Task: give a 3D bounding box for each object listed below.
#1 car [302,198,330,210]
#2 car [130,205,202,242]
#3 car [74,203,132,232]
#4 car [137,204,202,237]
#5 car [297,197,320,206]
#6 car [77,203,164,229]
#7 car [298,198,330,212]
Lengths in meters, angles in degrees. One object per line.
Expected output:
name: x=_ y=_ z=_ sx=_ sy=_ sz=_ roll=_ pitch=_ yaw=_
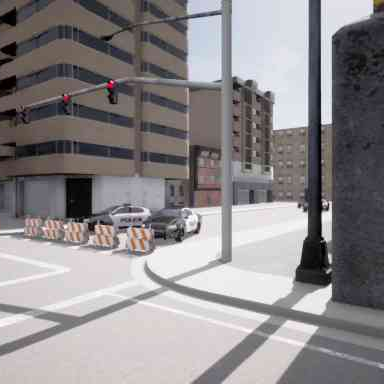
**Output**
car: x=14.356 y=1.295 z=38.371 sx=1.853 sy=1.218 sz=4.536 roll=0 pitch=0 yaw=36
car: x=-0.949 y=1.453 z=16.553 sx=2.038 sy=1.542 sz=4.974 roll=0 pitch=0 yaw=16
car: x=-4.142 y=1.453 z=19.238 sx=4.974 sy=1.542 sz=2.038 roll=0 pitch=0 yaw=-29
car: x=-0.936 y=1.295 z=16.603 sx=1.853 sy=1.218 sz=4.536 roll=0 pitch=0 yaw=16
car: x=16.564 y=1.295 z=47.289 sx=1.853 sy=1.218 sz=4.536 roll=0 pitch=0 yaw=36
car: x=-4.097 y=1.295 z=19.264 sx=4.536 sy=1.218 sz=1.853 roll=0 pitch=0 yaw=-29
car: x=14.326 y=1.453 z=38.329 sx=2.038 sy=1.542 sz=4.974 roll=0 pitch=0 yaw=36
